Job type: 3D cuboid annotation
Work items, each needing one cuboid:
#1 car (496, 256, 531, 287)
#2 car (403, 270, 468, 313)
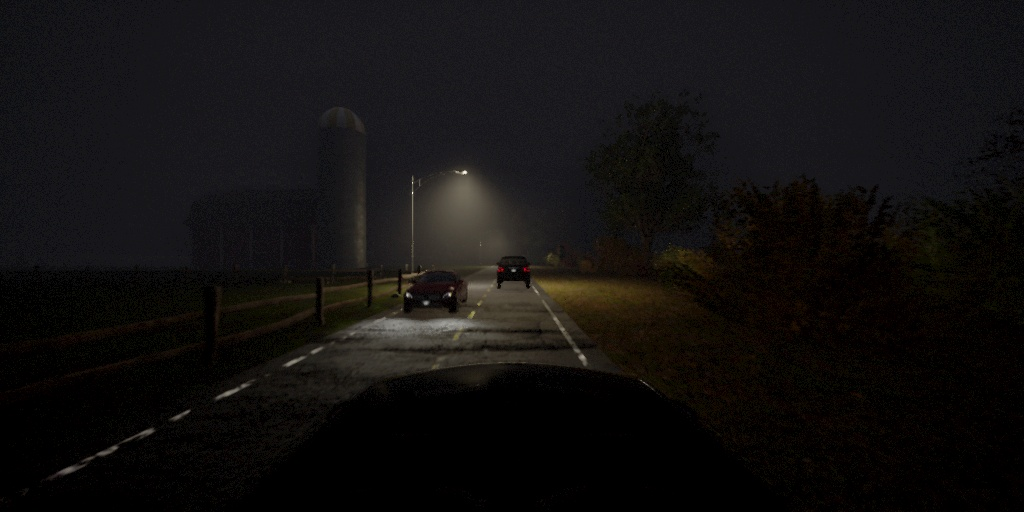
[{"bbox_3d":[0.106,0.998,24.604,2.150,2.045,5.566,0,0,0],"label":"car"},{"bbox_3d":[-2.824,1.282,14.120,1.812,1.442,4.674,0,0,0],"label":"car"}]
